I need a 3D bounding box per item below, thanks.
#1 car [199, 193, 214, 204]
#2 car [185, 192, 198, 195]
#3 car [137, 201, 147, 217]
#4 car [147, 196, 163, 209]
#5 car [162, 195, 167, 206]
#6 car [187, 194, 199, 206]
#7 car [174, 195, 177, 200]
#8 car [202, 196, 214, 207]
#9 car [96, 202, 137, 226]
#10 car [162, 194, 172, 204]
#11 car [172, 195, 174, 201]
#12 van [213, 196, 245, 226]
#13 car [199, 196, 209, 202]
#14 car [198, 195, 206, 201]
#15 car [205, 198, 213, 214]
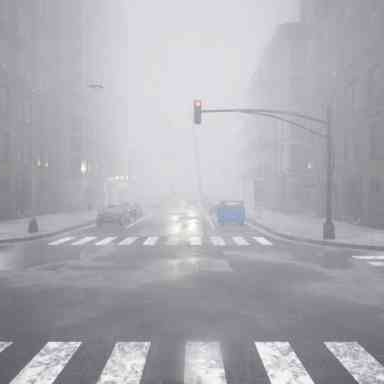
[{"bbox_3d":[2.637,1.306,51.609,2.192,1.841,5.009,0,0,0],"label":"car"},{"bbox_3d":[0.094,1.332,67.112,2.097,1.767,4.553,0,0,-2],"label":"car"},{"bbox_3d":[-5.388,1.544,28.875,1.887,1.381,4.507,0,0,0],"label":"car"},{"bbox_3d":[-5.388,1.521,45.752,1.752,1.417,4.829,0,0,0],"label":"car"},{"bbox_3d":[-5.388,1.557,51.604,1.947,1.339,4.313,0,0,0],"label":"car"},{"bbox_3d":[0.100,1.514,55.467,1.812,1.442,4.674,0,0,0],"label":"car"},{"bbox_3d":[-5.388,1.411,80.012,1.967,1.590,4.097,0,0,0],"label":"car"},{"bbox_3d":[2.637,1.577,45.928,1.802,1.307,4.206,0,0,0],"label":"car"},{"bbox_3d":[-5.388,1.550,23.194,2.008,1.369,4.403,0,0,0],"label":"car"},{"bbox_3d":[-5.388,1.549,62.967,1.947,1.339,4.313,0,0,0],"label":"car"},{"bbox_3d":[-5.388,1.294,68.648,2.192,1.841,5.009,0,0,0],"label":"car"},{"bbox_3d":[2.637,1.340,23.203,1.690,1.788,3.998,0,0,0],"label":"van"},{"bbox_3d":[2.637,1.526,74.334,2.008,1.369,4.403,0,0,0],"label":"car"},{"bbox_3d":[2.637,1.533,85.697,1.947,1.339,4.313,0,0,0],"label":"car"},{"bbox_3d":[2.637,1.581,34.565,1.802,1.307,4.206,0,0,0],"label":"car"}]
